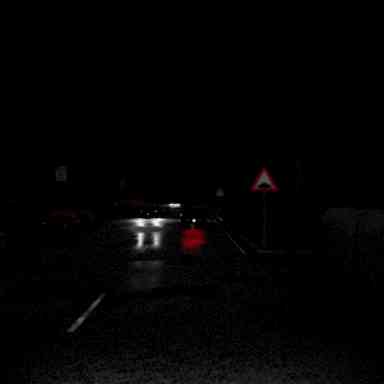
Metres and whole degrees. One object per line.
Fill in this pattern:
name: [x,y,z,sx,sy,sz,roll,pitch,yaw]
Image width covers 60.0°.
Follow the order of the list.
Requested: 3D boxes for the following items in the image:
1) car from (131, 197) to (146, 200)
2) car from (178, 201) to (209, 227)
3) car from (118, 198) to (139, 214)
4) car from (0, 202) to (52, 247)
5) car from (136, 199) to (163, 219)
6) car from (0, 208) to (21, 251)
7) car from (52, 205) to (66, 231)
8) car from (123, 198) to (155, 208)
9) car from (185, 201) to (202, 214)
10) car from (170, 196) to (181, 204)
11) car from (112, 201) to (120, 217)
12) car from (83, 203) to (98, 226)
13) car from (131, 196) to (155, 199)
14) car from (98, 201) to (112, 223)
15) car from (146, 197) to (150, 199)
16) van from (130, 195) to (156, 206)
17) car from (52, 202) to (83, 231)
car: [-8.864,1.761,41.329,5.366,1.575,1.946,-1,-1,-20]
car: [0.142,1.653,24.296,1.837,1.490,4.892,0,0,0]
car: [-9.060,1.743,38.265,4.892,1.521,2.231,-1,-1,-20]
car: [-9.215,1.315,14.280,5.566,2.045,2.435,-1,-1,-20]
car: [-3.882,1.731,31.936,1.812,1.442,4.674,0,0,0]
car: [-9.078,1.543,11.320,5.366,1.575,1.946,-1,-1,-19]
car: [-9.195,1.626,17.256,4.674,1.452,2.002,-1,0,-20]
car: [-9.021,1.844,56.285,5.008,1.535,2.097,-1,0,-20]
car: [0.220,1.828,41.515,2.033,1.411,5.357,0,0,0]
car: [-3.600,1.745,73.125,2.128,1.511,4.902,0,0,5]
car: [-9.107,1.711,29.265,4.674,1.452,2.002,-1,-1,-20]
car: [-9.182,1.502,23.255,4.553,1.767,2.185,-1,-1,-20]
car: [-9.181,1.851,53.217,5.366,1.575,1.946,-1,0,-20]
car: [-9.098,1.678,26.273,4.792,1.488,2.163,-1,-1,-20]
car: [-8.853,1.784,44.330,5.366,1.575,1.946,-1,-1,-20]
van: [-9.145,1.589,62.232,4.442,1.987,1.878,-1,1,-20]
car: [-9.206,1.481,20.254,4.553,1.767,2.185,-1,-1,-20]
